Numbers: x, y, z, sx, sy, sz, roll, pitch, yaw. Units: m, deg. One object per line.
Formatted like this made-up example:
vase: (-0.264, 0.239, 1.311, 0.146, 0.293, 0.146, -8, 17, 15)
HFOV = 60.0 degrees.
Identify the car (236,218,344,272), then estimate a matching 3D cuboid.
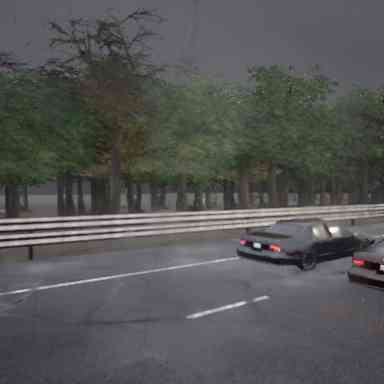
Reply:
car: (3.913, 1.573, 10.907, 5.357, 1.411, 2.033, 0, 0, -35)

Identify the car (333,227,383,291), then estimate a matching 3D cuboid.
car: (5.937, 1.573, 8.052, 5.357, 1.411, 2.033, 0, 0, -35)
